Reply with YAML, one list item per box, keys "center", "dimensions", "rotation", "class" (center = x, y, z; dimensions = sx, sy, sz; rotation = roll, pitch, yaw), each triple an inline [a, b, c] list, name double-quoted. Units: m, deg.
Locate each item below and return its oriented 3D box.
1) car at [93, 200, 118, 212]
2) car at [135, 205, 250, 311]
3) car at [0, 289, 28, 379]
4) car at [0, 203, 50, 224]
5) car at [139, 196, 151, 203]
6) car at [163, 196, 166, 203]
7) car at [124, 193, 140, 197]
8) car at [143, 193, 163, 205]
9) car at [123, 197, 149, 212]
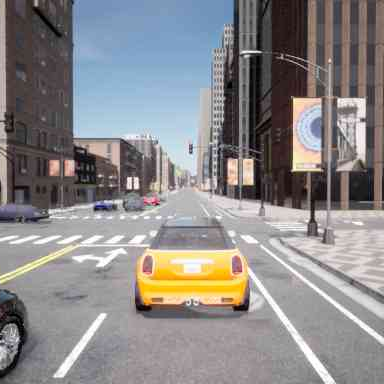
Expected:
- center: [-9.838, 1.618, 38.015]
  dimensions: [1.895, 1.301, 4.718]
  rotation: [0, 0, 0]
  class: "car"
- center: [0.013, 1.351, 7.909]
  dimensions: [2.097, 1.767, 4.553]
  rotation: [0, 0, 0]
  class: "car"
- center: [-3.151, 1.504, 2.600]
  dimensions: [1.837, 1.490, 4.892]
  rotation: [0, 0, 0]
  class: "car"
- center: [-13.270, 1.549, 24.385]
  dimensions: [5.357, 1.411, 2.033]
  rotation: [0, 0, 6]
  class: "car"
- center: [-9.731, 1.573, 69.595]
  dimensions: [1.994, 1.385, 4.181]
  rotation: [0, 0, 0]
  class: "car"
- center: [-6.481, 1.571, 70.363]
  dimensions: [1.994, 1.385, 4.181]
  rotation: [0, 0, 0]
  class: "car"
- center: [-9.825, 1.246, 54.481]
  dimensions: [2.150, 2.045, 5.566]
  rotation: [0, 0, 0]
  class: "car"
- center: [-6.576, 1.246, 54.545]
  dimensions: [2.150, 2.045, 5.566]
  rotation: [0, 0, 0]
  class: "car"
- center: [-6.587, 1.581, 38.599]
  dimensions: [1.994, 1.385, 4.181]
  rotation: [0, 0, 0]
  class: "car"
